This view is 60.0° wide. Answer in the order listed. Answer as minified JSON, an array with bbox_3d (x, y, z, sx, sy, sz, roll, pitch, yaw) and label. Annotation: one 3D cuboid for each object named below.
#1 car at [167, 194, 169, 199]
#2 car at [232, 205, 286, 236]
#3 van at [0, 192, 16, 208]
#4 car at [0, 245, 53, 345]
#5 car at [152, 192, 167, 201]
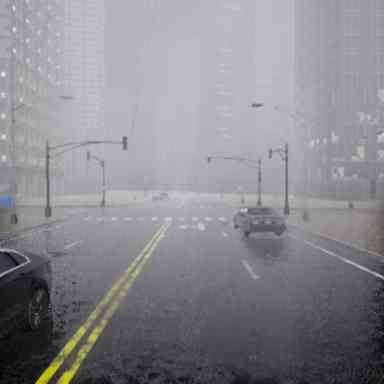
[{"bbox_3d":[-6.599,0.834,79.180,1.812,1.442,4.674,0,1,-1],"label":"car"},{"bbox_3d":[3.368,1.411,17.558,2.033,1.411,5.357,0,0,-2],"label":"car"},{"bbox_3d":[-22.641,0.902,38.517,3.998,1.788,1.690,0,1,1],"label":"van"},{"bbox_3d":[-3.346,1.463,3.895,2.128,1.511,4.902,0,0,0],"label":"car"},{"bbox_3d":[-6.497,1.006,63.714,2.033,1.411,5.357,0,1,0],"label":"car"}]
